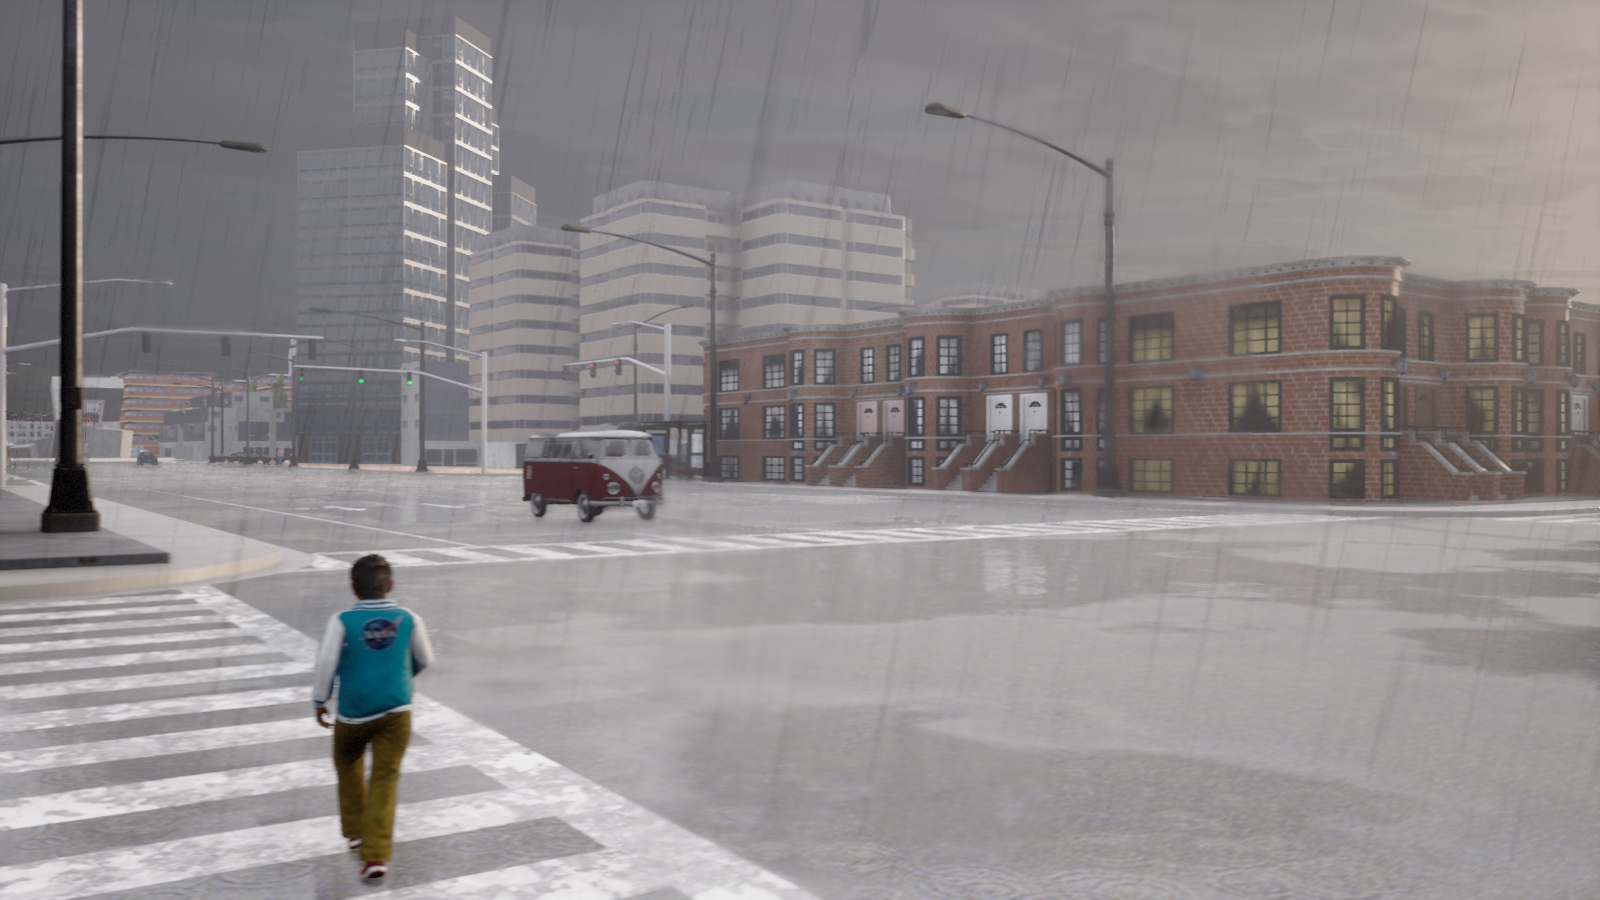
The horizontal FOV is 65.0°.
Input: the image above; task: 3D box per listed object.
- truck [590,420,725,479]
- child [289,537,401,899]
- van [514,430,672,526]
[{"bbox_3d":[-8.808,-0.027,78.282,7.936,3.462,2.891,0,0,-35],"label":"truck"},{"bbox_3d":[-1.618,0.924,4.448,0.343,1.192,0.448,0,0,-24],"label":"child"},{"bbox_3d":[-4.753,0.577,28.301,1.775,1.987,4.442,0,0,-35],"label":"van"}]
